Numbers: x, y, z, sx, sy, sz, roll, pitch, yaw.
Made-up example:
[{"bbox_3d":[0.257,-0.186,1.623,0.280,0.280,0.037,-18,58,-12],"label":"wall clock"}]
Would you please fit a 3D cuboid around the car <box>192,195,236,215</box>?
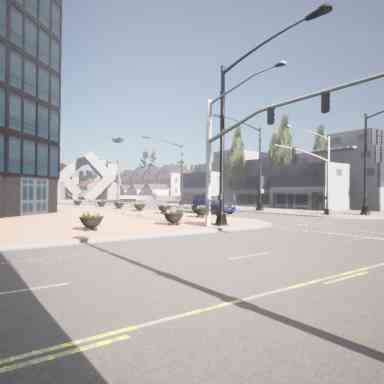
[{"bbox_3d":[2.164,1.310,34.936,2.150,2.045,5.566,1,-1,-35],"label":"car"}]
